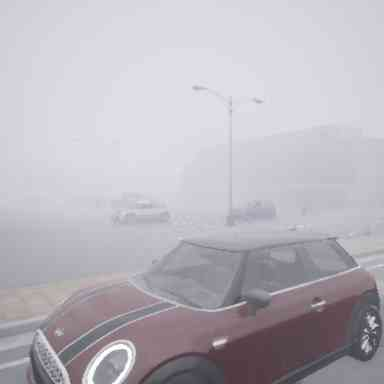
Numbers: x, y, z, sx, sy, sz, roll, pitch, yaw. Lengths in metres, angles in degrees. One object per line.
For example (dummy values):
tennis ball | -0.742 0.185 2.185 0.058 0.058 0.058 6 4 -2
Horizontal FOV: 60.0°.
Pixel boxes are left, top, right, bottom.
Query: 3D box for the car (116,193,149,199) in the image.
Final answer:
car | -6.186 1.067 39.435 4.605 1.855 1.932 0 0 -35

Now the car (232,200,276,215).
car | 4.353 1.343 24.127 3.633 1.501 1.845 0 0 -35

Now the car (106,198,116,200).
car | -8.189 1.048 41.580 3.866 1.878 1.905 0 0 -35

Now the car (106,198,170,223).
car | -3.436 1.367 22.317 3.806 1.475 1.970 0 0 -35

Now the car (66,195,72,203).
car | -19.464 1.204 57.138 3.806 1.475 1.970 0 0 -35

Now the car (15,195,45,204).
car | -27.340 1.283 56.100 4.514 1.523 2.007 0 0 -35

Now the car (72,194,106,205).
car | -15.521 1.125 52.064 5.027 1.636 2.152 0 0 -35

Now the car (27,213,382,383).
car | 0.432 1.347 4.294 4.553 1.767 2.097 0 0 -35
